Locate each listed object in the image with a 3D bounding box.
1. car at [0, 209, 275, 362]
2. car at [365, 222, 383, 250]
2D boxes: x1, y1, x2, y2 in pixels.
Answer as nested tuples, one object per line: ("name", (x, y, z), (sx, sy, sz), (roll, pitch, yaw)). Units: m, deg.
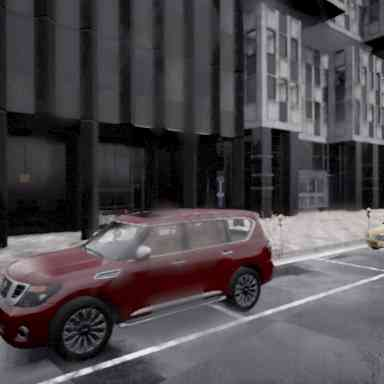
("car", (-0.645, 1.288, 6.069), (5.009, 1.841, 2.192), (-1, 0, -35))
("car", (8.368, 1.392, 12.494), (4.829, 1.417, 1.752), (-1, 1, -34))
